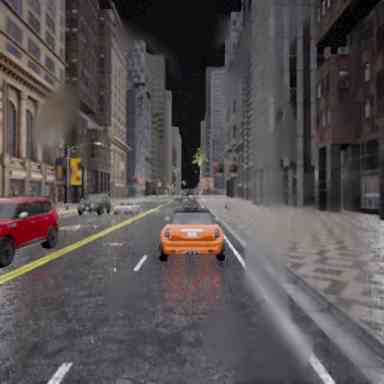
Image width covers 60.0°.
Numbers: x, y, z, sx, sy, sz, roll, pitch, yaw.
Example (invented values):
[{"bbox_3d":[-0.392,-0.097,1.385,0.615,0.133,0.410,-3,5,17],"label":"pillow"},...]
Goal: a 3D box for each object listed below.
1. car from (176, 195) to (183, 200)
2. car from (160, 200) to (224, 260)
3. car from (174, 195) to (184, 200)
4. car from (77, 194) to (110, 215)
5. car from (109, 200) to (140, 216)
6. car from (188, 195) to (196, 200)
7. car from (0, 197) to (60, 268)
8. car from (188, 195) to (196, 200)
[{"bbox_3d":[-3.219,1.405,87.298,1.812,1.442,4.674,0,0,0],"label":"car"},{"bbox_3d":[0.005,1.357,12.573,2.097,1.767,4.553,0,0,0],"label":"car"},{"bbox_3d":[-3.223,1.582,77.316,1.895,1.301,4.718,0,0,0],"label":"car"},{"bbox_3d":[-9.744,1.221,33.711,2.150,2.045,5.566,0,0,0],"label":"car"},{"bbox_3d":[-6.500,1.606,33.226,1.895,1.301,4.718,0,0,0],"label":"car"},{"bbox_3d":[0.031,1.438,87.297,1.994,1.385,4.181,0,0,0],"label":"car"},{"bbox_3d":[-6.578,1.218,11.688,2.150,2.045,5.566,0,0,0],"label":"car"},{"bbox_3d":[0.027,1.518,76.867,2.128,1.511,4.902,0,0,0],"label":"car"}]
